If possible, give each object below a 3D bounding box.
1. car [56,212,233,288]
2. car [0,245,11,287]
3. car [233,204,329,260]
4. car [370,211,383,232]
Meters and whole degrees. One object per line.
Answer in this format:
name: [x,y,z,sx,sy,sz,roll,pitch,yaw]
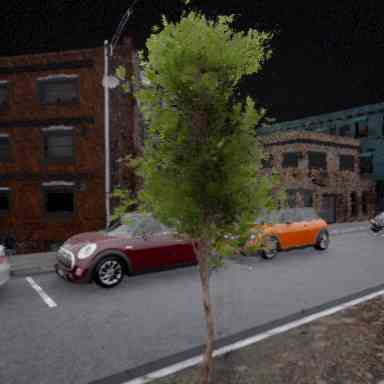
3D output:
car: [-1.343,1.355,9.367,4.553,1.767,2.185,0,0,-36]
car: [-5.951,1.521,6.053,4.674,1.452,2.002,0,0,-36]
car: [3.140,1.359,12.590,4.553,1.767,2.185,0,0,-36]
car: [12.083,1.505,19.022,4.892,1.521,2.231,0,0,-36]
